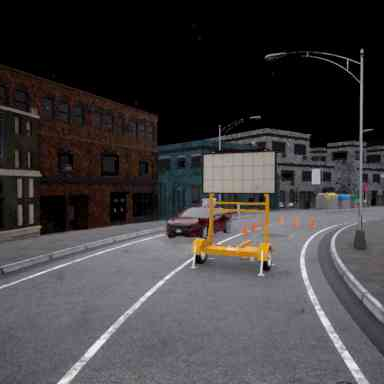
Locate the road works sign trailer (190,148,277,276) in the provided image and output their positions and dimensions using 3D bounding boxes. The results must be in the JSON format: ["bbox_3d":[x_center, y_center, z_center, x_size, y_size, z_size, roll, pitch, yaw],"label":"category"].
[{"bbox_3d":[1.522,0.461,10.620,2.380,3.560,2.880,0,0,24],"label":"road works sign trailer"}]

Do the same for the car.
[{"bbox_3d":[0.472,1.451,16.904,1.882,1.535,5.008,0,0,25],"label":"car"}]
